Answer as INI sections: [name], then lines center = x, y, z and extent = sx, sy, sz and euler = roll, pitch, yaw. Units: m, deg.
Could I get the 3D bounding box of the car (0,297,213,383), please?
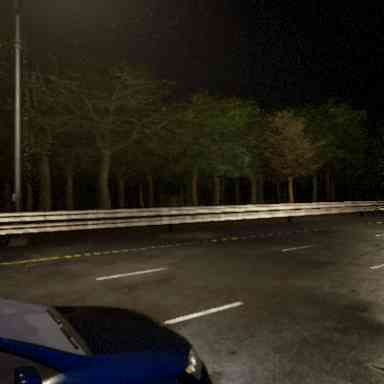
[car]
center = -1.855, 1.564, 2.546
extent = 4.181, 1.385, 1.994
euler = 0, 0, -36
